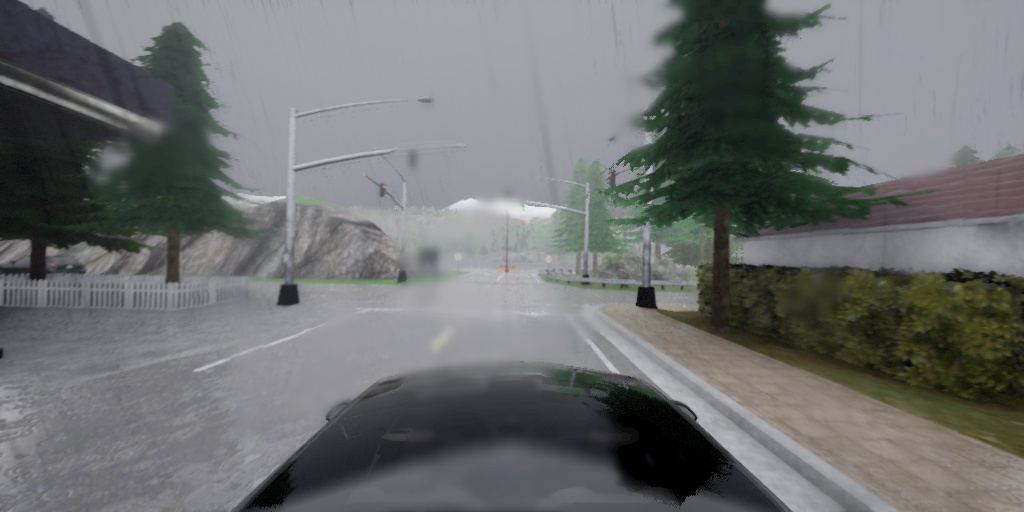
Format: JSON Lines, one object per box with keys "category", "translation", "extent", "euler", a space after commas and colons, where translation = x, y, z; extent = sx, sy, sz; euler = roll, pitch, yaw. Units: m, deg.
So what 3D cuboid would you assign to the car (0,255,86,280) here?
{"category": "car", "translation": [-31.742, 0.685, 24.084], "extent": [4.553, 1.767, 2.097], "euler": [1, 0, 2]}
